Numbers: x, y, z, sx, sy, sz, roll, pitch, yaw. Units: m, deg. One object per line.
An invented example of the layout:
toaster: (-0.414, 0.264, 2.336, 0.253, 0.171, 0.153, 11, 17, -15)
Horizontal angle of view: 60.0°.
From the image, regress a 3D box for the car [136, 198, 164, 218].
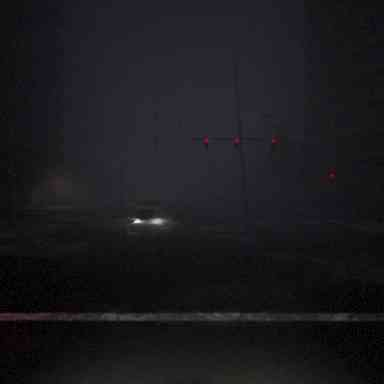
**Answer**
car: (-3.471, 1.275, 27.804, 1.882, 1.535, 5.008, 0, 2, 0)
